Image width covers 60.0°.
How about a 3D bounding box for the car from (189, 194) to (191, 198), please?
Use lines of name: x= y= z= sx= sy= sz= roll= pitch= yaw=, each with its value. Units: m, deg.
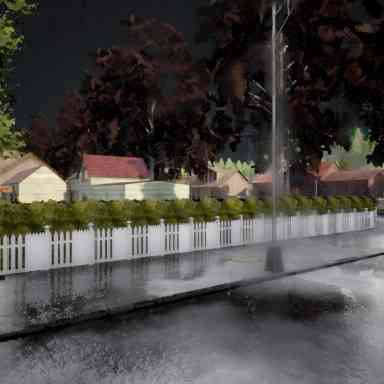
car: x=-2.184 y=1.221 z=57.453 sx=2.150 sy=2.045 sz=5.566 roll=0 pitch=0 yaw=-35
